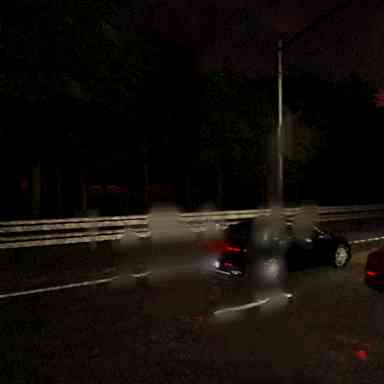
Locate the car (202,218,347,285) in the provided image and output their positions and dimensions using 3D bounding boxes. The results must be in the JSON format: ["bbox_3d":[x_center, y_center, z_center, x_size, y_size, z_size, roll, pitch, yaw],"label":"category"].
[{"bbox_3d":[2.584,1.519,9.568,4.892,1.490,1.837,0,0,-34],"label":"car"}]

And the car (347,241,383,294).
[{"bbox_3d":[5.731,1.519,7.460,4.674,1.442,1.812,0,0,-34],"label":"car"}]
